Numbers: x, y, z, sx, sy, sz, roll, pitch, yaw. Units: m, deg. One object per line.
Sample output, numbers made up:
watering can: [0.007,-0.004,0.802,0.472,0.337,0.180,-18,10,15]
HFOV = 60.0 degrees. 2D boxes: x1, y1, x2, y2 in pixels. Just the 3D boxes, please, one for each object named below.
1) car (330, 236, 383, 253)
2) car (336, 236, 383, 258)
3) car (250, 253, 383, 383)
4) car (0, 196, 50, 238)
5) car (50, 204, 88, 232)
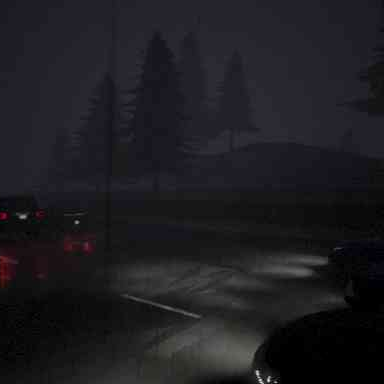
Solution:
car: [5.985,1.543,8.408,4.674,1.442,1.812,0,0,36]
car: [4.882,1.614,4.868,4.718,1.301,1.895,0,0,35]
car: [2.754,1.512,2.097,4.892,1.490,1.837,0,0,35]
car: [-9.522,1.208,16.710,5.566,2.045,2.150,0,0,43]
car: [-8.202,1.483,20.321,4.902,1.511,2.128,0,0,44]
